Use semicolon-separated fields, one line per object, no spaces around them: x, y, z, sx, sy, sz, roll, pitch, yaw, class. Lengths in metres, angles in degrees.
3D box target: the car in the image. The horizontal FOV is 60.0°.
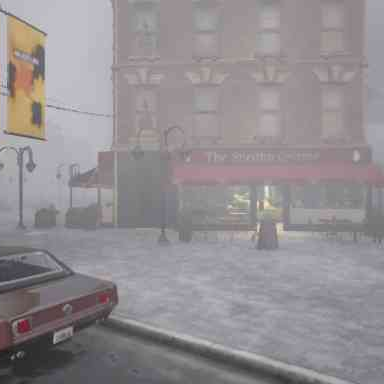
-3.565;1.591;5.579;4.718;1.301;1.895;0;0;32;car
